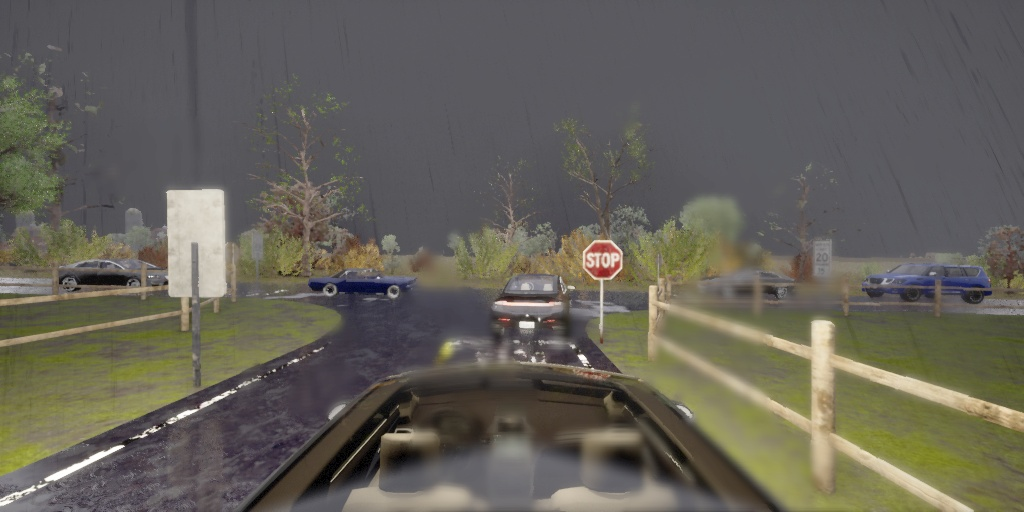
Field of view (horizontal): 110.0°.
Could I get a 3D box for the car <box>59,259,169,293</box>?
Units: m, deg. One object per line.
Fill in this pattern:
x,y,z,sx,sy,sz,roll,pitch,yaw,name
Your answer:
-18.486,0.885,17.008,4.902,1.511,2.128,1,1,0,car

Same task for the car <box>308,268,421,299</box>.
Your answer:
-6.818,1.248,16.989,4.718,1.301,1.895,1,1,0,car

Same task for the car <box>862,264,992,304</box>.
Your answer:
22.904,1.466,19.899,5.566,2.045,2.150,1,1,0,car

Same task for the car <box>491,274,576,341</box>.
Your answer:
0.709,1.240,9.956,2.128,1.511,4.902,0,0,9,car

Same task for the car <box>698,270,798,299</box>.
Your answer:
13.008,1.525,19.912,4.902,1.511,2.128,1,1,0,car
